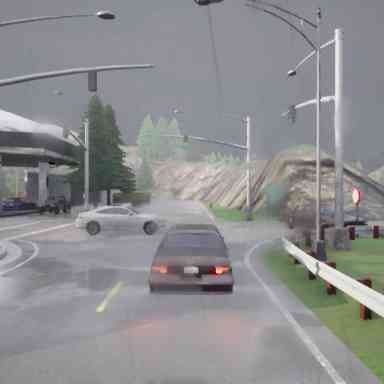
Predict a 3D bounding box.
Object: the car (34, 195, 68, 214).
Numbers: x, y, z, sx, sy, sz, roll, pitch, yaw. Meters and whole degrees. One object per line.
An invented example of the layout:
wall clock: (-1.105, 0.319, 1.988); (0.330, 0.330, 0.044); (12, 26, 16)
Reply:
car: (-14.587, 1.306, 35.214); (1.905, 1.878, 3.866); (0, 0, -1)

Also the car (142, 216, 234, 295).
car: (0.035, 1.546, 8.895); (2.033, 1.411, 5.357); (0, 0, 1)

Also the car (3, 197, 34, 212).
car: (-20.302, 1.473, 39.482); (2.242, 1.667, 4.611); (0, 0, -1)

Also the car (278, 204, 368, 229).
car: (6.642, 1.354, 17.593); (2.033, 1.411, 5.357); (0, 0, -17)

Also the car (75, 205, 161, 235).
car: (-3.640, 1.411, 17.379); (4.674, 1.442, 1.812); (0, 0, -1)
